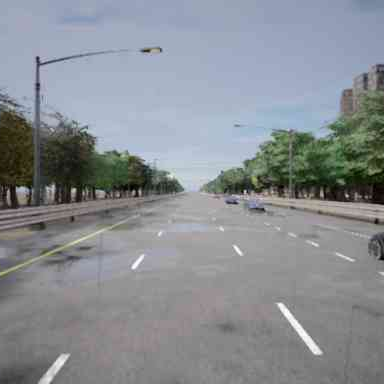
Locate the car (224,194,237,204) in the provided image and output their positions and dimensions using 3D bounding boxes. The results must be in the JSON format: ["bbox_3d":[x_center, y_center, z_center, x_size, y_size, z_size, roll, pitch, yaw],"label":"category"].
[{"bbox_3d":[7.217,1.572,62.309,1.994,1.385,4.181,0,0,0],"label":"car"}]

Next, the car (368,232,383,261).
[{"bbox_3d":[7.015,1.568,9.689,1.994,1.385,4.181,0,0,0],"label":"car"}]

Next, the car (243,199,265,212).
[{"bbox_3d":[7.110,1.552,38.677,2.033,1.411,5.357,0,0,0],"label":"car"}]
